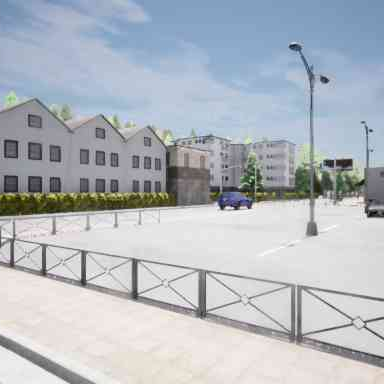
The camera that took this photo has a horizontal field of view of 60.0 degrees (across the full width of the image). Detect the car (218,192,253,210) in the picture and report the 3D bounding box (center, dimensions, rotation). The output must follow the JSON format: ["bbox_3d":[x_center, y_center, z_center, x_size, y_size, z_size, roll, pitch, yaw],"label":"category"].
[{"bbox_3d":[5.134,1.030,38.866,2.150,2.045,5.566,0,0,35],"label":"car"}]

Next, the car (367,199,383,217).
[{"bbox_3d":[15.399,1.298,26.827,2.007,1.523,4.514,0,0,35],"label":"car"}]
